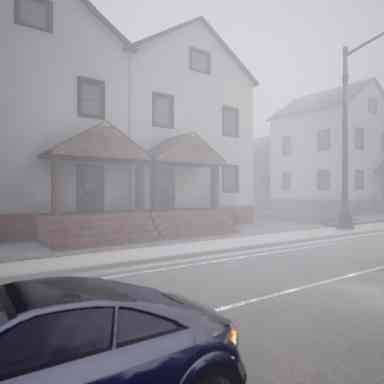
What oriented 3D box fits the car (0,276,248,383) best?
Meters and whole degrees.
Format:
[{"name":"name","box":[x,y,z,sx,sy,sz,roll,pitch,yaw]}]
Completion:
[{"name":"car","box":[-1.516,1.564,2.931,4.181,1.385,1.994,0,0,-35]}]
